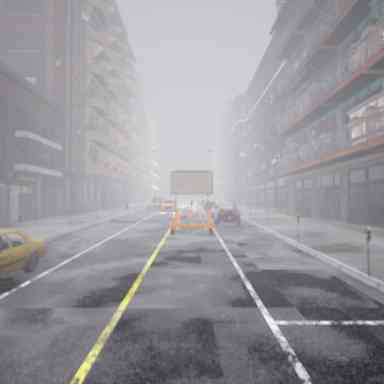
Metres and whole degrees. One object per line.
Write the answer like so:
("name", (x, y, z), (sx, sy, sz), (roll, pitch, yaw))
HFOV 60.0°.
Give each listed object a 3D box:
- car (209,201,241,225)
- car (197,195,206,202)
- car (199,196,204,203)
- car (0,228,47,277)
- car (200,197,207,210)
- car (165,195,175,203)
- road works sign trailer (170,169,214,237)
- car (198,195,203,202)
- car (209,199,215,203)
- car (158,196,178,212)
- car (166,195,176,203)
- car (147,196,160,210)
("car", (2.585, 1.644, 24.980), (1.887, 1.381, 4.507), (1, 0, 0))
("car", (2.556, 1.833, 91.349), (2.192, 1.841, 5.009), (1, 0, 0))
("car", (2.585, 1.798, 52.633), (2.008, 1.369, 4.403), (1, 0, 0))
("car", (-5.293, 1.555, 8.288), (1.752, 1.417, 4.829), (2, 0, 0))
("car", (2.585, 1.761, 47.101), (1.887, 1.381, 4.507), (1, 0, 0))
("car", (-5.290, 1.750, 80.348), (2.192, 1.841, 5.009), (1, 0, 0))
("road works sign trailer", (-0.009, 0.535, 18.664), (2.380, 3.560, 2.880), (0, 0, 0))
("car", (2.585, 1.899, 69.225), (1.887, 1.381, 4.507), (1, 0, 0))
("car", (2.586, 1.652, 30.682), (1.752, 1.417, 4.829), (1, 0, 0))
("car", (-2.840, 1.667, 42.426), (1.882, 1.535, 5.008), (0, 0, 0))
("car", (-5.290, 1.792, 85.878), (2.192, 1.841, 5.009), (1, 0, 0))
("car", (-5.295, 1.741, 46.995), (1.752, 1.417, 4.829), (2, 0, 0))
